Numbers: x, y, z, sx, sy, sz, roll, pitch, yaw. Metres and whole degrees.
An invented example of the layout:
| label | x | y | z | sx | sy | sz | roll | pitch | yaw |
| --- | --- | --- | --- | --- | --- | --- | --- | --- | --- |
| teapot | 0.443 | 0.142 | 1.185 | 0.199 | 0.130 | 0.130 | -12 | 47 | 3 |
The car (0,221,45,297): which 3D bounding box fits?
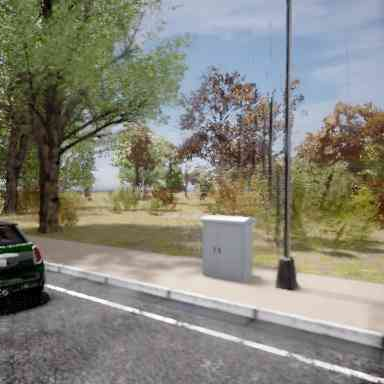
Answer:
| label | x | y | z | sx | sy | sz | roll | pitch | yaw |
| --- | --- | --- | --- | --- | --- | --- | --- | --- | --- |
| car | -5.371 | 1.380 | 7.515 | 4.553 | 1.767 | 2.097 | 0 | 0 | 35 |
